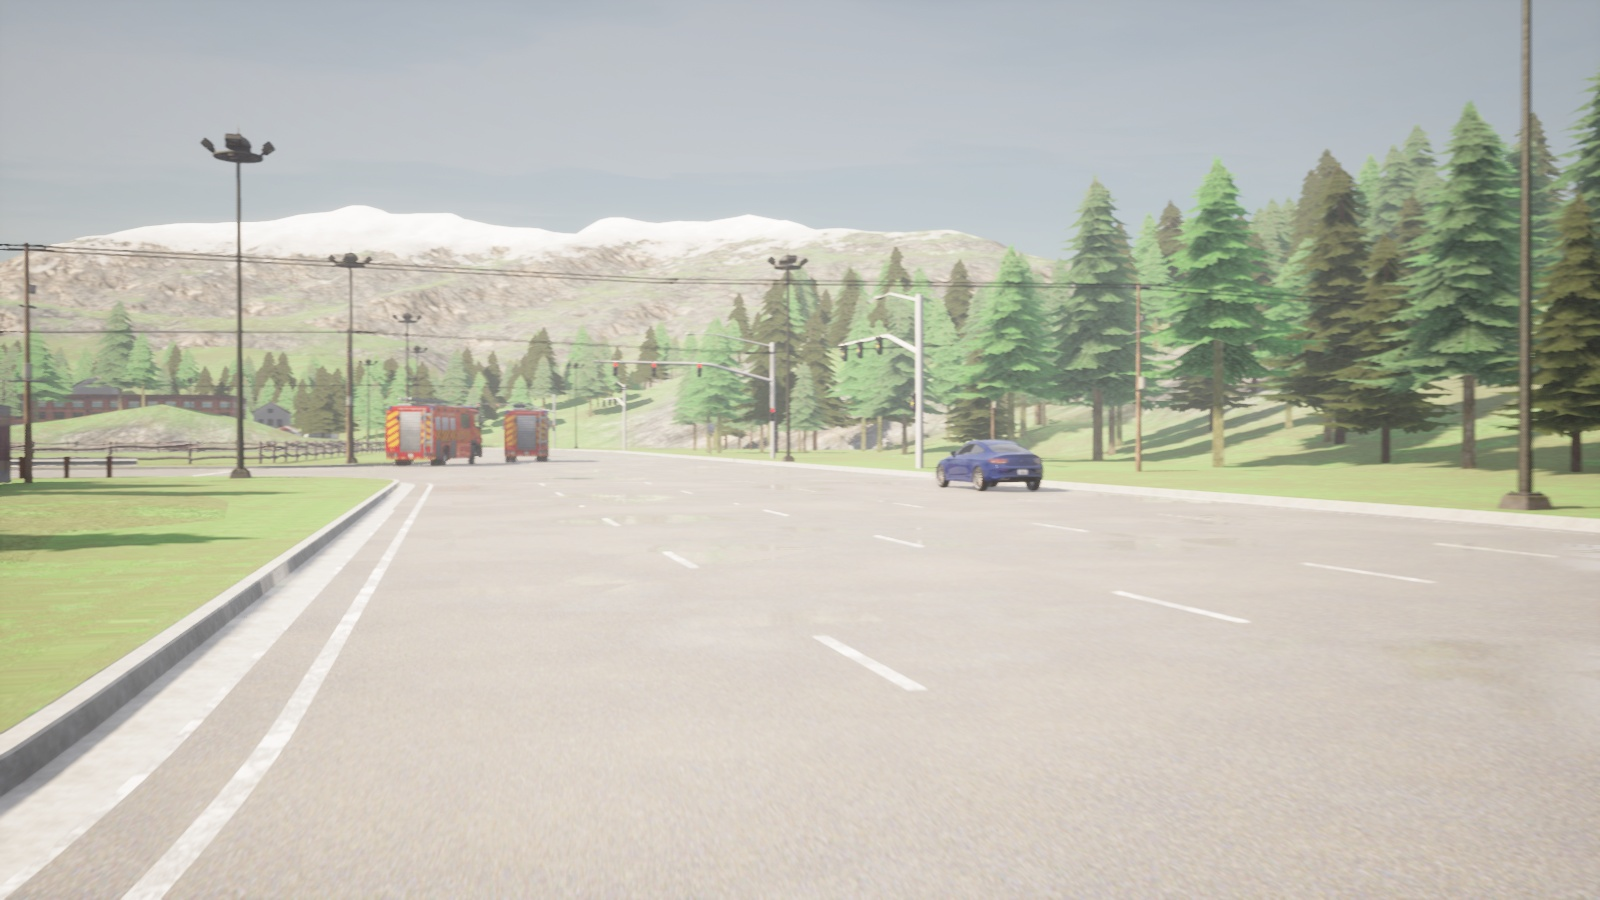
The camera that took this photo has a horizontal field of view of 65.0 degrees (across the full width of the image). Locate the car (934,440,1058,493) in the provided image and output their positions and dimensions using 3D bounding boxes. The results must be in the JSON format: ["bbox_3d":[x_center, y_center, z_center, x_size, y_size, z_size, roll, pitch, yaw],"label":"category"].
[{"bbox_3d":[5.586,0.431,36.477,1.812,1.442,4.674,0,1,-15],"label":"car"}]

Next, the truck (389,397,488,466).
[{"bbox_3d":[-21.054,-1.079,73.767,2.891,3.827,8.468,0,0,4],"label":"truck"}]

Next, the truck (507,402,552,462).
[{"bbox_3d":[-18.355,-1.185,85.171,2.891,3.827,8.468,0,1,-12],"label":"truck"}]
